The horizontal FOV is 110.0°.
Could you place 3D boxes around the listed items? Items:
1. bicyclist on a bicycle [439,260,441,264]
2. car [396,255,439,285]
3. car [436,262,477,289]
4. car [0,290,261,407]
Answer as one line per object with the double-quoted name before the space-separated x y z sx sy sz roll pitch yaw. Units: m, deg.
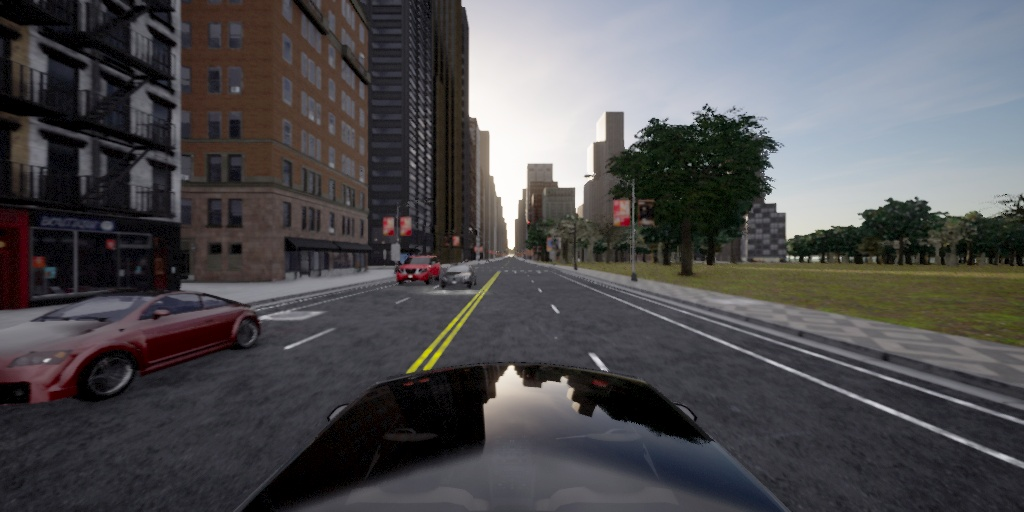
"bicyclist on a bicycle" -8.751 1.185 42.947 0.582 1.620 1.656 0 0 0
"car" -6.597 0.960 26.058 2.150 2.045 5.566 0 0 0
"car" -3.348 1.265 23.167 1.812 1.442 4.674 0 0 0
"car" -6.572 1.312 6.247 1.994 1.385 4.181 0 0 0
